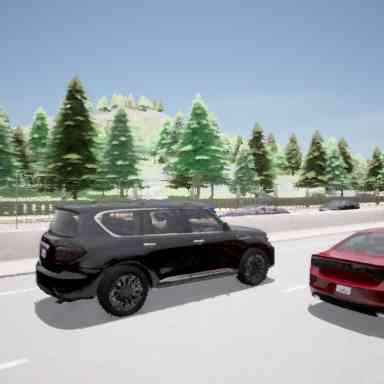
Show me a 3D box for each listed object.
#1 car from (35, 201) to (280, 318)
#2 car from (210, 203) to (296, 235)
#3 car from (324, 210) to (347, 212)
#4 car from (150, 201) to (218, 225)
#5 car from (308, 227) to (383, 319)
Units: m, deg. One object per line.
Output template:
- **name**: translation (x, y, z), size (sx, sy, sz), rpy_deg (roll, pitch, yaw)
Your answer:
- **car**: translation (-0.539, 1.220, 7.663), size (5.566, 2.045, 2.150), rpy_deg (0, 0, -36)
- **car**: translation (3.659, 1.488, 19.490), size (4.902, 1.511, 2.128), rpy_deg (0, 0, -35)
- **car**: translation (13.773, 1.485, 31.012), size (4.902, 1.511, 2.128), rpy_deg (0, 0, -35)
- **car**: translation (-0.535, 1.473, 25.109), size (5.008, 1.535, 1.882), rpy_deg (0, 0, -35)
- **car**: translation (4.542, 1.476, 6.987), size (5.008, 1.535, 1.882), rpy_deg (0, 0, -36)
